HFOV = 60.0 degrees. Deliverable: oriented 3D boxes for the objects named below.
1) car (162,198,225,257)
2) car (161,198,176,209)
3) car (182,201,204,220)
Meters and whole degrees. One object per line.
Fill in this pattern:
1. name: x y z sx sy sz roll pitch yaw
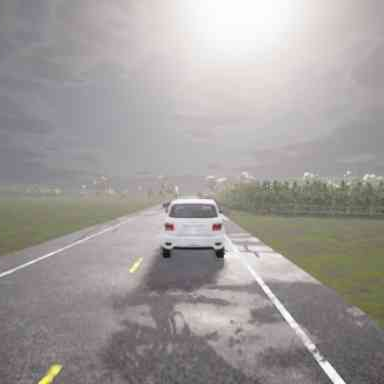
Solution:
1. car: 0.062 1.290 13.370 2.150 2.045 5.566 0 0 0
2. car: -3.586 1.729 51.752 1.882 1.535 5.008 0 0 0
3. car: 0.076 1.631 31.088 1.882 1.535 5.008 0 0 0
